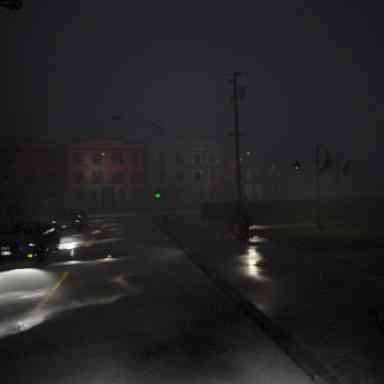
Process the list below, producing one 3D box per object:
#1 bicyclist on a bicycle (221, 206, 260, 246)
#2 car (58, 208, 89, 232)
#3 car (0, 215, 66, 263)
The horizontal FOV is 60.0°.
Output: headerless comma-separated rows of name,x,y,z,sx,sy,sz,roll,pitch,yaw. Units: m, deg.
bicyclist on a bicycle,1.973,1.382,13.538,1.656,1.620,0.582,-2,0,-11
car,-8.316,1.898,22.904,2.128,1.511,4.902,-2,0,-10
car,-6.425,1.845,12.827,1.994,1.385,4.181,-2,0,-11
